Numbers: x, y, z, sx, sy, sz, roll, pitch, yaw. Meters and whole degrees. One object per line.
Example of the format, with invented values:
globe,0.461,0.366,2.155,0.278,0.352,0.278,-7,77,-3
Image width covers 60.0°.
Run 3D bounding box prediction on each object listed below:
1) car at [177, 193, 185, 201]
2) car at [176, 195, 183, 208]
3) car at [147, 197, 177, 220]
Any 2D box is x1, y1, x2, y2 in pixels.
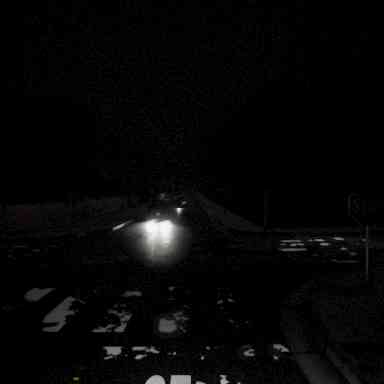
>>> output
car,-2.516,1.116,73.070,2.097,1.767,4.553,0,0,0
car,-2.597,1.496,47.862,1.812,1.442,4.674,0,0,0
car,-2.658,1.492,28.544,2.128,1.511,4.902,0,0,0
